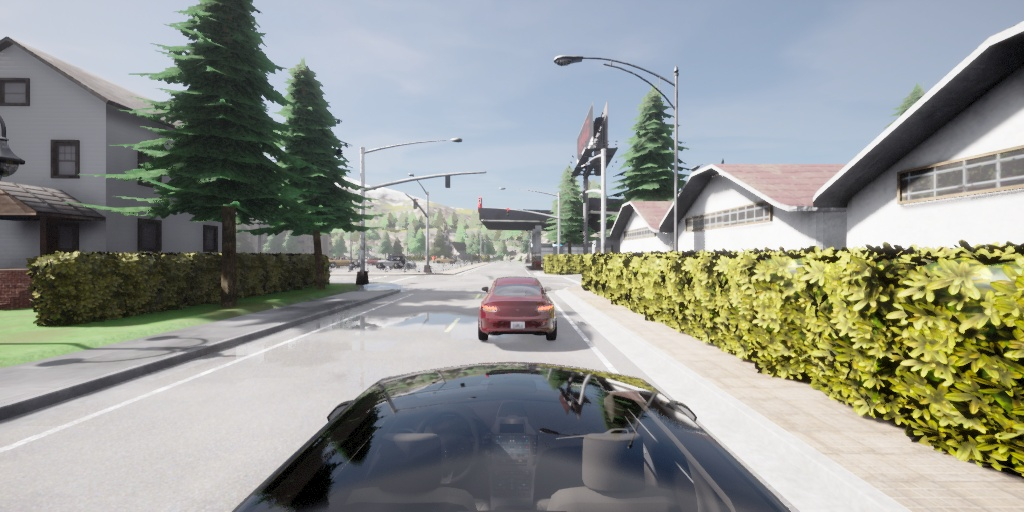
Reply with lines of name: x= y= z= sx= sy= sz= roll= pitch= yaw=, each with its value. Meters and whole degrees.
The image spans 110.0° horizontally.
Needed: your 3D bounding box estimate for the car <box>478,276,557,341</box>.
car: x=0.128 y=1.276 z=9.778 sx=1.812 sy=1.442 sz=4.674 roll=0 pitch=0 yaw=0
